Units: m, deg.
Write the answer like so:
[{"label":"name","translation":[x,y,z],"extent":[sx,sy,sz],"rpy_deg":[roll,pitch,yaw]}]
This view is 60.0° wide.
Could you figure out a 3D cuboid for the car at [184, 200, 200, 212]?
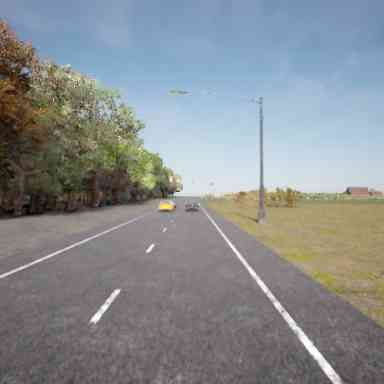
[{"label":"car","translation":[0.007,1.895,46.278],"extent":[2.128,1.511,4.902],"rpy_deg":[0,0,0]}]

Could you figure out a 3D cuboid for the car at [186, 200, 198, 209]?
[{"label":"car","translation":[0.008,2.052,56.389],"extent":[1.994,1.385,4.181],"rpy_deg":[0,0,0]}]

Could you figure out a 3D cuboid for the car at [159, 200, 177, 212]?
[{"label":"car","translation":[-3.492,1.878,45.895],"extent":[1.882,1.535,5.008],"rpy_deg":[0,0,0]}]
